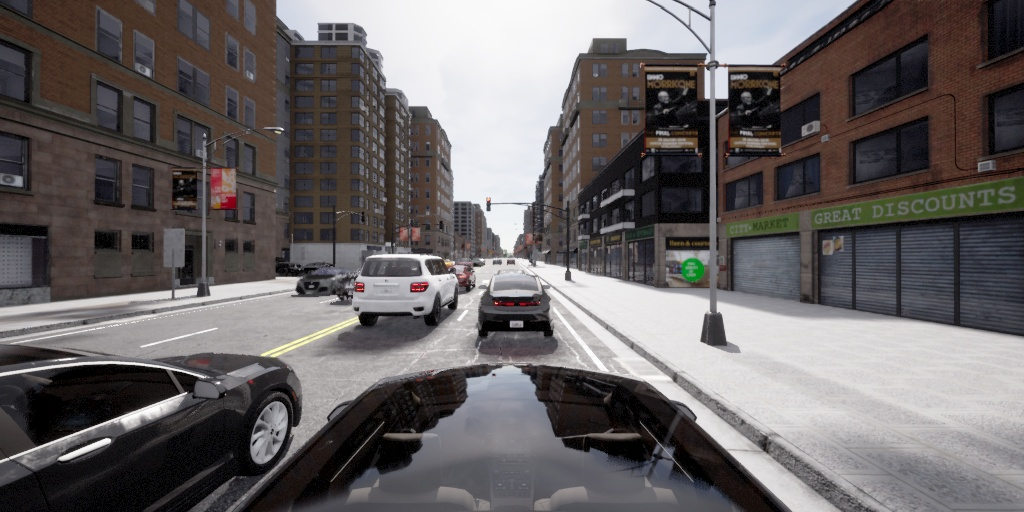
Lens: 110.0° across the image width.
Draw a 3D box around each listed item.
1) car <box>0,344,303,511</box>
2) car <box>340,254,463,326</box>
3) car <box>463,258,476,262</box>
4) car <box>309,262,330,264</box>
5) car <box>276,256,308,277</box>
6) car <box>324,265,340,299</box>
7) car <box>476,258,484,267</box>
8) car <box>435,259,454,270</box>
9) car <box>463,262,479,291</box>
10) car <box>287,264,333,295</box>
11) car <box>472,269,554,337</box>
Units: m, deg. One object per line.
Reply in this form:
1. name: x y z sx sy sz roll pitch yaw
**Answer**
1. car: -3.154 1.255 1.877 1.837 1.490 4.892 0 0 0
2. car: -3.181 0.972 11.830 2.150 2.045 5.566 0 0 1
3. car: -6.733 1.120 51.153 2.097 1.767 4.553 0 0 0
4. car: -22.257 1.346 40.648 4.313 1.339 1.948 0 0 0
5. car: -23.581 0.973 35.170 5.566 2.045 2.150 0 0 0
6. car: -6.646 1.243 17.356 2.128 1.511 4.902 0 0 0
7. car: -6.730 1.130 65.076 2.097 1.767 4.553 0 0 0
8. car: -9.989 1.247 53.454 1.882 1.535 5.008 0 0 0
9. car: -3.264 1.278 21.530 1.812 1.442 4.674 0 0 0
10. car: -9.902 1.316 19.683 1.994 1.385 4.181 0 0 0
11. car: 0.079 1.256 10.324 1.837 1.490 4.892 0 0 0
